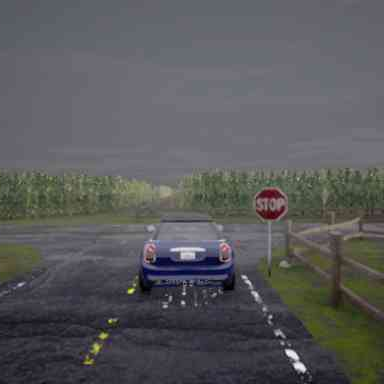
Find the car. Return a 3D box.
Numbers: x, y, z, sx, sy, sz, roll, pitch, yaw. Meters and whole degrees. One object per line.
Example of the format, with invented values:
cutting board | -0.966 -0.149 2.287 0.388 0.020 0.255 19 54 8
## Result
car | -0.175 1.336 9.020 2.097 1.767 4.553 0 0 -2
